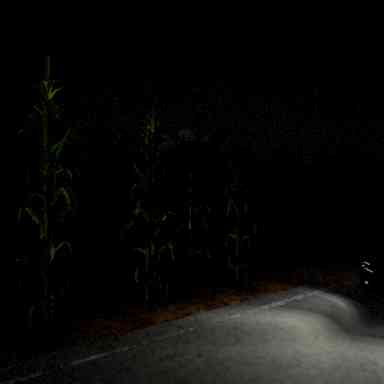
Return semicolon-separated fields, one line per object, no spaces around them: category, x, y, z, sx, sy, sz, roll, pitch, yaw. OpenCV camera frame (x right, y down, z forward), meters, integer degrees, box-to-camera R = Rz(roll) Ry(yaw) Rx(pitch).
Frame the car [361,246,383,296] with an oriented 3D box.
car;5.843;1.477;7.665;5.008;1.535;1.882;0;0;-35
